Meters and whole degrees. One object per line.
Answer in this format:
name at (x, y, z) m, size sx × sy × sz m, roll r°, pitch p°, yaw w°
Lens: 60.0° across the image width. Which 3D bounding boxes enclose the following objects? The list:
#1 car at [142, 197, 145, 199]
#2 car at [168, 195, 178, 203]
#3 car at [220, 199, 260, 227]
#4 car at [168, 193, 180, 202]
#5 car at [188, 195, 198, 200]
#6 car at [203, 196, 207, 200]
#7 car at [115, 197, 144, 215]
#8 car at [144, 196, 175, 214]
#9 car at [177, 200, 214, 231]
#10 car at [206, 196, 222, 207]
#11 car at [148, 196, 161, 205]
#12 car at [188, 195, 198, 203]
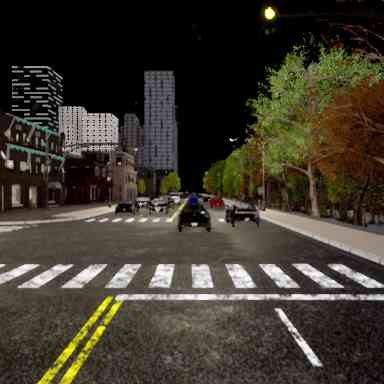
car at (-6.505, 1.458, 44.045) m, size 2.128 × 1.511 × 4.902 m, roll 0°, pitch 0°, yaw 0°
car at (-3.248, 1.471, 44.511) m, size 1.837 × 1.490 × 4.892 m, roll 0°, pitch 0°, yaw 0°
car at (3.394, 1.476, 22.815) m, size 2.128 × 1.511 × 4.902 m, roll 0°, pitch 0°, yaw 0°
car at (-3.196, 1.178, 57.597) m, size 2.150 × 2.045 × 5.566 m, roll 0°, pitch 0°, yaw 1°
car at (0.189, 1.490, 46.279) m, size 1.812 × 1.442 × 4.674 m, roll 0°, pitch 0°, yaw 0°
car at (3.414, 1.500, 71.484) m, size 1.994 × 1.385 × 4.181 m, roll 0°, pitch 0°, yaw 0°
car at (-6.527, 1.539, 33.962) m, size 1.994 × 1.385 × 4.181 m, roll 0°, pitch 0°, yaw 0°
car at (-3.275, 1.466, 34.269) m, size 2.128 × 1.511 × 4.902 m, roll 0°, pitch 0°, yaw 0°
car at (0.140, 1.491, 20.408) m, size 1.837 × 1.490 × 4.892 m, roll 0°, pitch 0°, yaw 0°
car at (3.440, 1.441, 46.782) m, size 1.882 × 1.535 × 5.008 m, roll 0°, pitch 0°, yaw 0°
car at (-6.434, 1.481, 57.388) m, size 1.812 × 1.442 × 4.674 m, roll 0°, pitch 0°, yaw 1°
car at (0.182, 1.440, 70.071) m, size 2.128 × 1.511 × 4.902 m, roll 0°, pitch 0°, yaw 0°
